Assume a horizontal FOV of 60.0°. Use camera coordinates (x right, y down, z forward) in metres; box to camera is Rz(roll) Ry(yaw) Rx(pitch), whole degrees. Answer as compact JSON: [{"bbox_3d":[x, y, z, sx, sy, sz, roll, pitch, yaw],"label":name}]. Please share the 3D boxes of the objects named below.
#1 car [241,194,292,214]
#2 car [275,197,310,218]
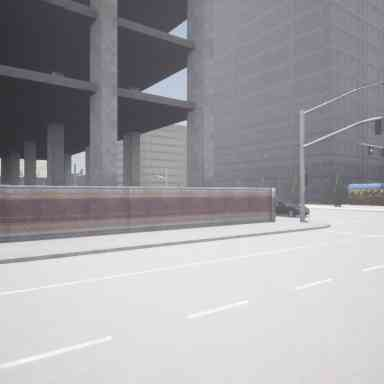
[{"bbox_3d":[8.263,1.221,37.344,2.150,2.045,5.566,0,0,-36],"label":"car"},{"bbox_3d":[8.587,1.505,30.886,1.837,1.490,4.892,0,0,-35],"label":"car"}]
